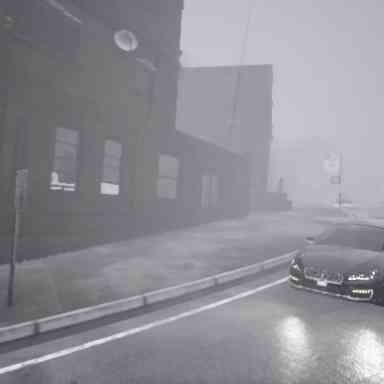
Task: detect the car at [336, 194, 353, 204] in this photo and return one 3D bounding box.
[{"bbox_3d":[21.346,0.979,46.732,1.994,1.385,4.181,2,1,20],"label":"car"}]

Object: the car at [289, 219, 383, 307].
[{"bbox_3d":[4.137,1.470,8.119,1.837,1.490,4.892,1,1,43],"label":"car"}]
